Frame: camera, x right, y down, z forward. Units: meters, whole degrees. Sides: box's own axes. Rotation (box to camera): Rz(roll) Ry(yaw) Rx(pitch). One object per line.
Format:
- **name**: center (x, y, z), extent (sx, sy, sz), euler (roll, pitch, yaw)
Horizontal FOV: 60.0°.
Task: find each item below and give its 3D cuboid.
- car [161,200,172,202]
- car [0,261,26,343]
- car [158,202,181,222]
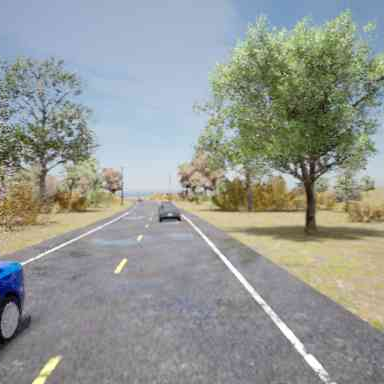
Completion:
- **car**: center (-3.410, 1.899, 44.331), extent (2.097, 1.767, 4.553), euler (-1, -1, -6)
- **car**: center (-3.745, 1.596, 3.805), extent (1.882, 1.535, 5.008), euler (-1, -1, -3)
- **car**: center (-2.066, 1.941, 30.685), extent (1.994, 1.385, 4.181), euler (-1, -1, -5)
